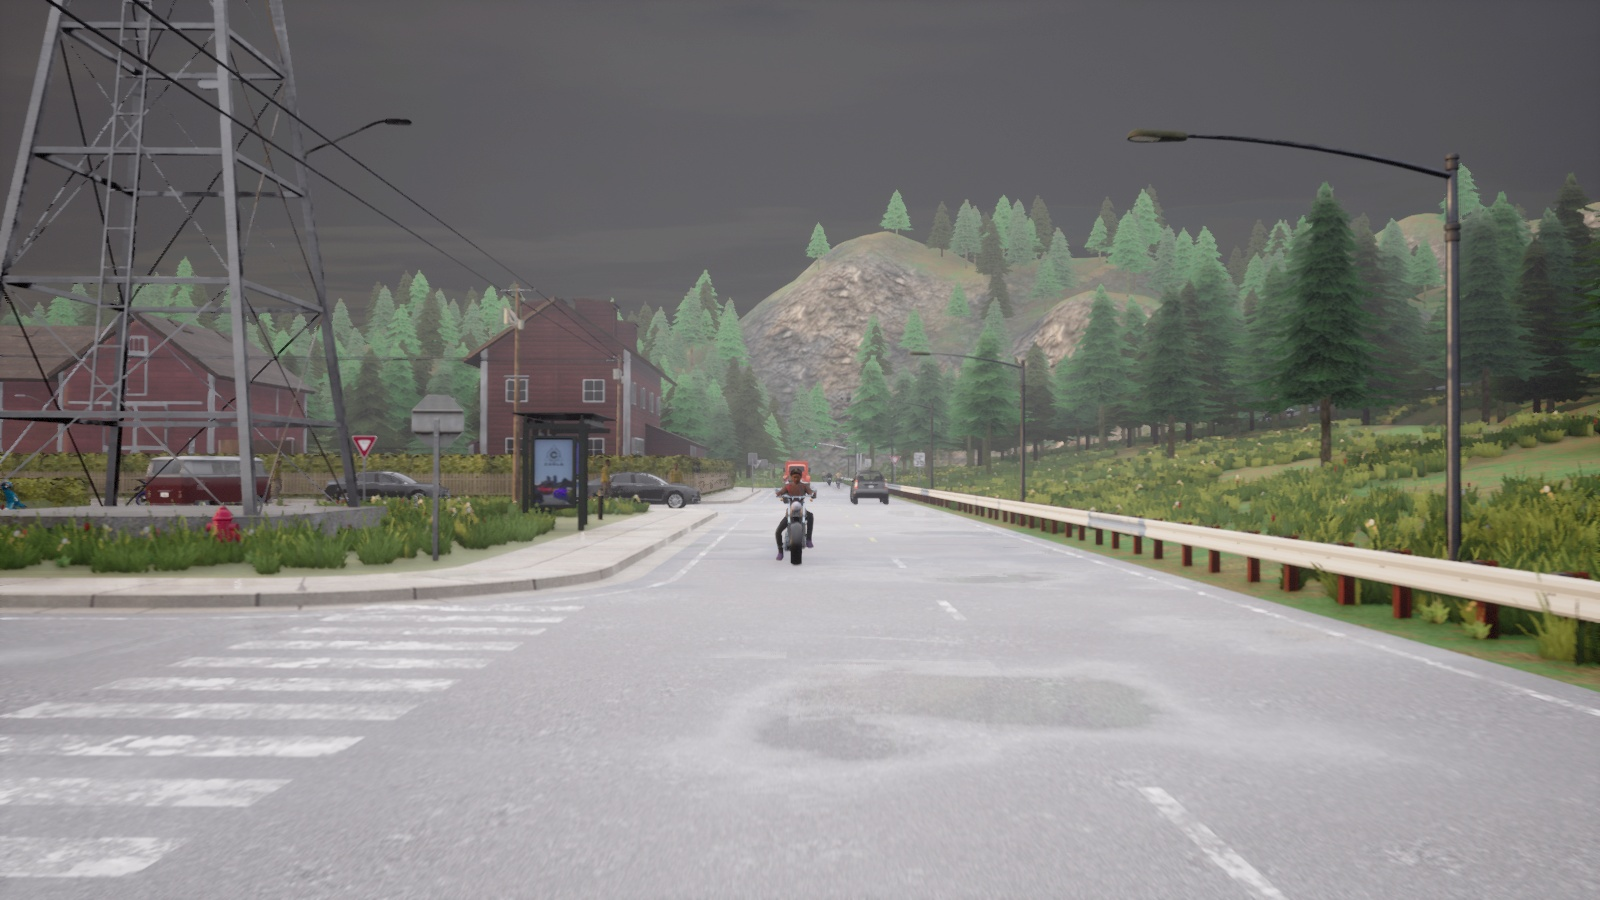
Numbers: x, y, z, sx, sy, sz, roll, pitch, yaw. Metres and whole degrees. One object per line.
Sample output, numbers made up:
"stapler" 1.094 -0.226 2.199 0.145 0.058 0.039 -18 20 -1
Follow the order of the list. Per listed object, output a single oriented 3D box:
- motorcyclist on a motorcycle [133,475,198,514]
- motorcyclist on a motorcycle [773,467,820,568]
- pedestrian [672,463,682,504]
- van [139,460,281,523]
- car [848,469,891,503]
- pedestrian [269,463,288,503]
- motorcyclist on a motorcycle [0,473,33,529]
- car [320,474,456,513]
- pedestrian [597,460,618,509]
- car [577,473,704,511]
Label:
"motorcyclist on a motorcycle" -25.528 1.798 50.535 2.191 1.530 0.866 0 -1 0
"motorcyclist on a motorcycle" -0.053 1.131 21.850 0.766 1.649 2.350 0 -1 0
"pedestrian" -5.592 1.516 56.972 0.431 1.840 0.709 0 -1 -8
"van" -19.575 1.347 41.892 1.775 1.987 4.442 -1 -1 16
"car" 3.351 1.724 61.198 1.851 1.617 3.988 0 -1 0
"pedestrian" -24.107 1.538 58.056 0.709 1.840 0.431 0 -1 -1
"motorcyclist on a motorcycle" -23.002 1.461 35.873 1.817 1.590 0.866 0 -1 -36
"car" -16.556 1.733 50.604 4.892 1.490 1.837 0 -1 -1
"pedestrian" -7.162 1.281 46.734 0.709 1.840 0.431 0 -1 3
"car" -6.400 1.694 50.728 4.892 1.490 1.837 0 -1 -1
